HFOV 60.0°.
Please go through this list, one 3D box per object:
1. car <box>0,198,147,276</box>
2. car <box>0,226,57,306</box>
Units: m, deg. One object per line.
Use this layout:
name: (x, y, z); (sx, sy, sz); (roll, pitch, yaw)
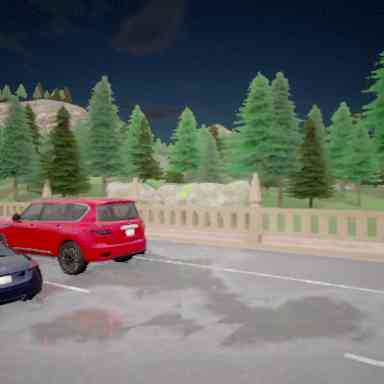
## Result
car: (-3.988, 1.196, 10.426); (5.566, 2.045, 2.150); (0, 0, 31)
car: (-5.091, 1.552, 6.967); (4.181, 1.385, 1.994); (0, 0, 31)
